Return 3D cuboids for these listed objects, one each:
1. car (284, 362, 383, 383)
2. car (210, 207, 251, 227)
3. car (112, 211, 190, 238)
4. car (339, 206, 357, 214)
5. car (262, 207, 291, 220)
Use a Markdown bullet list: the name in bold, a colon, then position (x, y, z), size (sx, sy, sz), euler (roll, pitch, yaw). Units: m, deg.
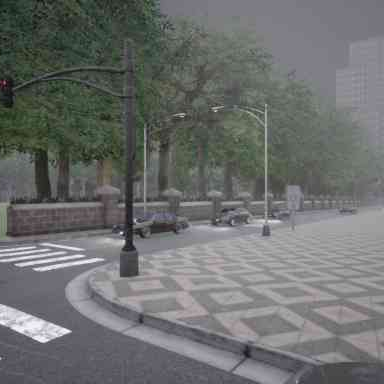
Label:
- **car**: position (2.349, 1.551, 1.283), size (4.403, 1.369, 2.008), euler (0, 0, 36)
- **car**: position (3.389, 2.046, 28.234), size (1.837, 1.490, 4.892), euler (0, -1, 35)
- **car**: position (-2.293, 1.888, 20.218), size (2.033, 1.411, 5.357), euler (0, -1, 35)
- **car**: position (25.192, 2.844, 53.472), size (1.895, 1.301, 4.718), euler (0, -1, 36)
- **car**: position (9.322, 2.321, 36.586), size (1.994, 1.385, 4.181), euler (0, -1, 35)
